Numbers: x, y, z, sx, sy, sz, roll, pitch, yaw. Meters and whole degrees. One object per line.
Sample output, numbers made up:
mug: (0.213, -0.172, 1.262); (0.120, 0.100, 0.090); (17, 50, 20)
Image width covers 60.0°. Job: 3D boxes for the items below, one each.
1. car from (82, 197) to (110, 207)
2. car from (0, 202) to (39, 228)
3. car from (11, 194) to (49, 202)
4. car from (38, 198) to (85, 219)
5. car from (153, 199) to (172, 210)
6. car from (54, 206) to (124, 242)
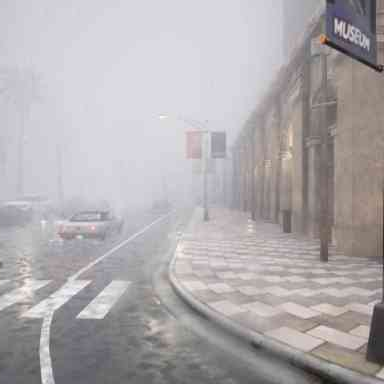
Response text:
car: (-11.033, 1.526, 39.350); (1.812, 1.442, 4.674); (0, 0, 2)
car: (-11.705, 1.547, 20.044); (2.033, 1.411, 5.357); (0, 0, 1)
car: (-14.885, 1.221, 30.332); (2.150, 2.045, 5.566); (0, 0, 2)
car: (-11.409, 1.526, 29.468); (1.812, 1.442, 4.674); (0, 0, 2)
car: (-3.808, 1.573, 43.051); (1.994, 1.385, 4.181); (0, 0, 2)
car: (-4.703, 1.601, 16.315); (1.895, 1.301, 4.718); (0, 0, 2)
